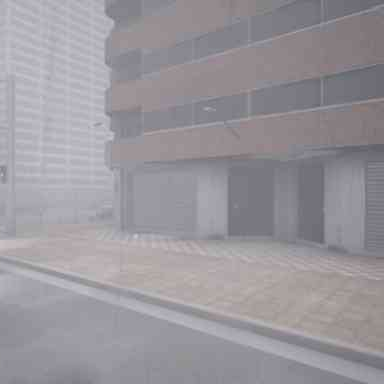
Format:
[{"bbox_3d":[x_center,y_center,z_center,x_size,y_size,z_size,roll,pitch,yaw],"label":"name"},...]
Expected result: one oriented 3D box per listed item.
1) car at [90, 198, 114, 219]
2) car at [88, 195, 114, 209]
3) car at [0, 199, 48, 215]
[{"bbox_3d":[-6.140,1.515,28.875,1.812,1.442,4.674,0,0,37],"label":"car"},{"bbox_3d":[-10.451,1.489,40.889,1.837,1.490,4.892,0,0,37],"label":"car"},{"bbox_3d":[-16.698,1.489,32.633,1.837,1.490,4.892,0,0,37],"label":"car"}]
